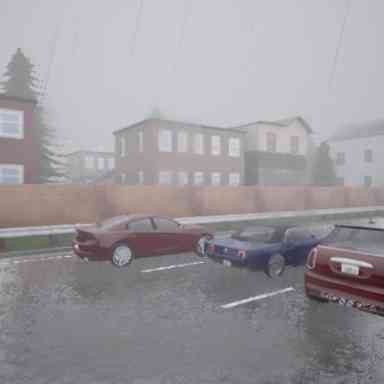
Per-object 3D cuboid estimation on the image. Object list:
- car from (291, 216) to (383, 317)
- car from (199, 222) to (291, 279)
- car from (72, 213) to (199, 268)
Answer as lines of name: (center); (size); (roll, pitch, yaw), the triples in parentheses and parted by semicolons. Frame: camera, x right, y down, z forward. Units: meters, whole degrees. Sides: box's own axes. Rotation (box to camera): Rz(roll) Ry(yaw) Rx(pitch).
car: (4.420, 1.324, 6.899); (4.553, 1.767, 2.097); (0, 0, -36)
car: (2.735, 1.571, 9.995); (4.718, 1.301, 1.895); (0, 0, -35)
car: (-1.423, 1.457, 11.328); (5.008, 1.535, 1.882); (0, 0, -35)
